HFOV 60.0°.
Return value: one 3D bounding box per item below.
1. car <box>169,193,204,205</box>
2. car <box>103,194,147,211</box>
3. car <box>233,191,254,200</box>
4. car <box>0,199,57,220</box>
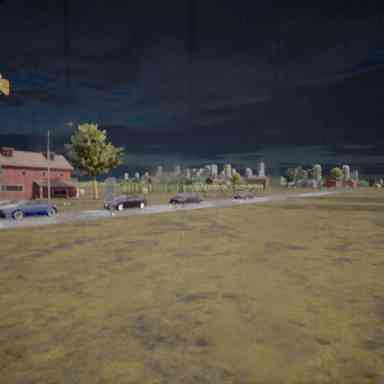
[{"bbox_3d":[-0.562,0.833,41.320,2.033,1.411,5.357,1,2,36],"label":"car"},{"bbox_3d":[-6.566,1.000,33.027,1.837,1.490,4.892,1,2,36],"label":"car"},{"bbox_3d":[8.338,0.536,53.473,1.994,1.385,4.181,1,2,36],"label":"car"},{"bbox_3d":[-12.369,1.257,25.014,1.994,1.385,4.181,1,2,34],"label":"car"}]
